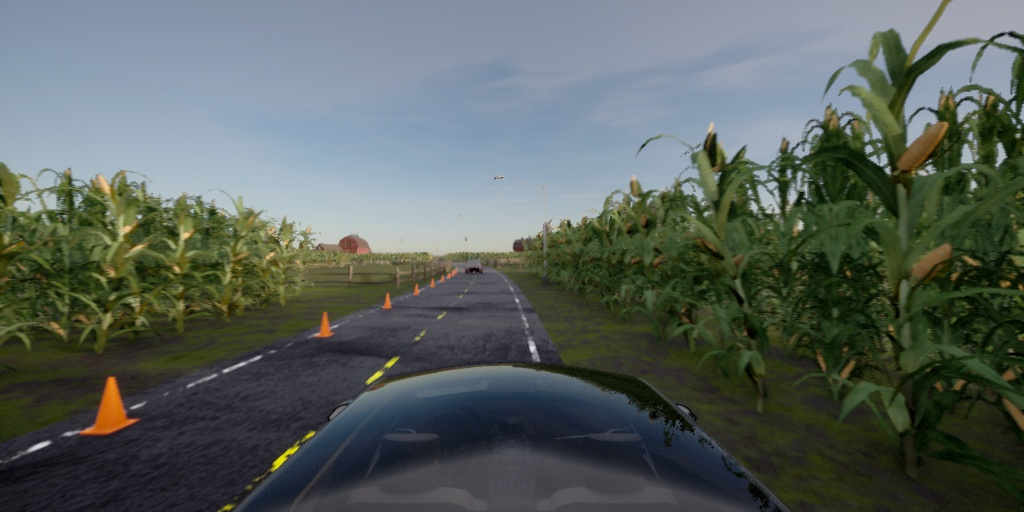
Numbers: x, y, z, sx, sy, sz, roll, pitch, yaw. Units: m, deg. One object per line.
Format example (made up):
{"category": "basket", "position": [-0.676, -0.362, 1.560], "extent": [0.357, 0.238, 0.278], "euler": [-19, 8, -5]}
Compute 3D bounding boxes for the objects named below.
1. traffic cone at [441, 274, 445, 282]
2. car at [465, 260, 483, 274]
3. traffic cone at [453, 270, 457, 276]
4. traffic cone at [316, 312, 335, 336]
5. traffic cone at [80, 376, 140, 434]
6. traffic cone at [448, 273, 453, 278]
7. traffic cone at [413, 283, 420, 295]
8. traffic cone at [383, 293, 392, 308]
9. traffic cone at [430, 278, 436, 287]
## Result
{"category": "traffic cone", "position": [-5.627, 1.793, 29.066], "extent": [0.340, 0.580, 0.340], "euler": [0, 0, -4]}
{"category": "car", "position": [-4.517, 1.231, 42.846], "extent": [2.097, 1.767, 4.553], "euler": [0, 0, -6]}
{"category": "traffic cone", "position": [-6.388, 1.823, 38.980], "extent": [0.340, 0.580, 0.340], "euler": [0, 0, -5]}
{"category": "traffic cone", "position": [-4.790, 1.734, 9.198], "extent": [0.340, 0.580, 0.340], "euler": [0, 0, -1]}
{"category": "traffic cone", "position": [-4.726, 1.720, 4.227], "extent": [0.340, 0.580, 0.340], "euler": [0, 0, 0]}
{"category": "traffic cone", "position": [-5.978, 1.808, 34.025], "extent": [0.340, 0.580, 0.340], "euler": [0, 0, -4]}
{"category": "traffic cone", "position": [-5.093, 1.763, 19.137], "extent": [0.340, 0.580, 0.340], "euler": [0, 0, -2]}
{"category": "traffic cone", "position": [-4.913, 1.748, 14.168], "extent": [0.340, 0.580, 0.340], "euler": [0, 0, -2]}
{"category": "traffic cone", "position": [-5.331, 1.778, 24.103], "extent": [0.340, 0.580, 0.340], "euler": [0, 0, -3]}
